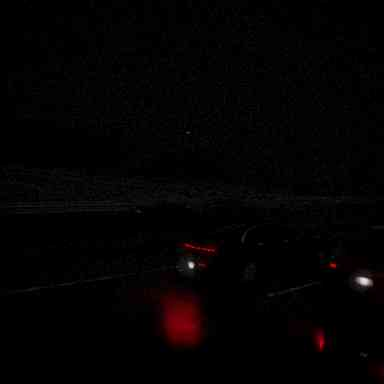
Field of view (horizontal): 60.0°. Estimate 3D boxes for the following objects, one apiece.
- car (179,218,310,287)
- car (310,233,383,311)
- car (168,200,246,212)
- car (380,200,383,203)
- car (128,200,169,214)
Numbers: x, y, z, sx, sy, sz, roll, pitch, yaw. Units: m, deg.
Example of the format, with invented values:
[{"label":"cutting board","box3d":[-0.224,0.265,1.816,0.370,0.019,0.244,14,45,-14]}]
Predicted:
[{"label":"car","box3d":[1.942,1.509,9.434,4.892,1.490,1.837,0,0,-35]},{"label":"car","box3d":[4.705,1.568,7.104,4.181,1.385,1.994,0,0,-35]},{"label":"car","box3d":[1.241,1.498,22.078,4.902,1.511,2.128,0,0,-36]},{"label":"car","box3d":[31.566,1.540,52.232,5.357,1.411,2.033,0,0,-35]},{"label":"car","box3d":[-2.854,1.484,27.755,5.008,1.535,1.882,0,0,-36]}]
